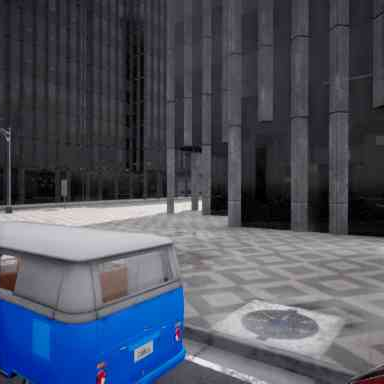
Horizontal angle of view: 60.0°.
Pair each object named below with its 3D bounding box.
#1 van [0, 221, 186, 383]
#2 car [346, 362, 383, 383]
[{"bbox_3d":[-1.983,1.341,4.375,3.998,1.788,1.690,0,0,35],"label":"van"},{"bbox_3d":[2.517,1.440,1.171,4.097,1.590,1.967,0,0,35],"label":"car"}]
